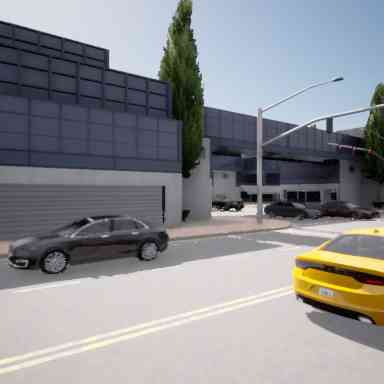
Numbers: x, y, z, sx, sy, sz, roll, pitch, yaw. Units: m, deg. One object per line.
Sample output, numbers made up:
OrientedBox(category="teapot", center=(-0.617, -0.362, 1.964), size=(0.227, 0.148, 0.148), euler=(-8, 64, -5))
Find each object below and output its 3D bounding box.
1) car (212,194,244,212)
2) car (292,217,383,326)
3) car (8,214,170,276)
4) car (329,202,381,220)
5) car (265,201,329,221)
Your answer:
OrientedBox(category="car", center=(3.627, 1.221, 39.227), size=(2.150, 2.045, 5.566), euler=(0, 0, -36))
OrientedBox(category="car", center=(4.187, 1.478, 6.829), size=(5.008, 1.535, 1.882), euler=(0, 0, -36))
OrientedBox(category="car", center=(-3.024, 1.505, 10.521), size=(4.892, 1.490, 1.837), euler=(0, 0, -36))
OrientedBox(category="car", center=(12.465, 1.547, 27.496), size=(2.033, 1.411, 5.357), euler=(0, 0, -38))
OrientedBox(category="car", center=(8.225, 1.505, 27.260), size=(1.837, 1.490, 4.892), euler=(0, 0, -37))
